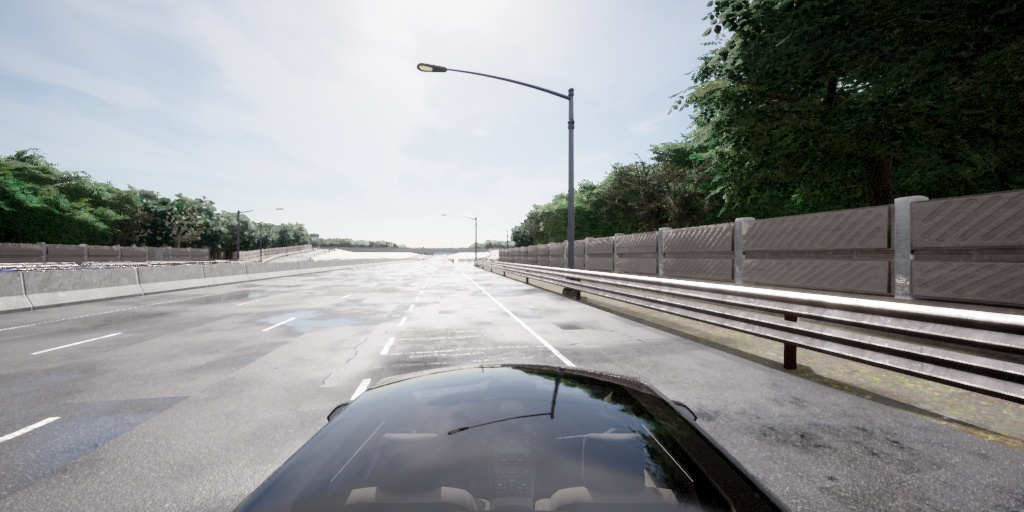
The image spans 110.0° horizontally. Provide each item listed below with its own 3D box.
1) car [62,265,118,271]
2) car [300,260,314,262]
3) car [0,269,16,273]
[{"bbox_3d":[-29.242,1.306,24.813,2.033,1.411,5.357,0,0,-11],"label":"car"},{"bbox_3d":[-31.217,1.278,54.585,1.882,1.535,5.008,0,0,-10],"label":"car"},{"bbox_3d":[-31.991,1.232,20.533,1.882,1.535,5.008,0,0,-11],"label":"car"}]
